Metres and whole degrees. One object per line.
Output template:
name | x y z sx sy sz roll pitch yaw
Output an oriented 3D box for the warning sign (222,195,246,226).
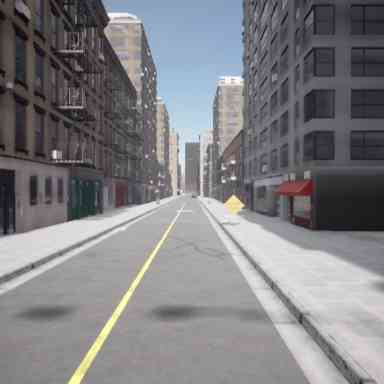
warning sign | 2.522 1.100 20.145 1.300 1.860 1.060 0 0 0
